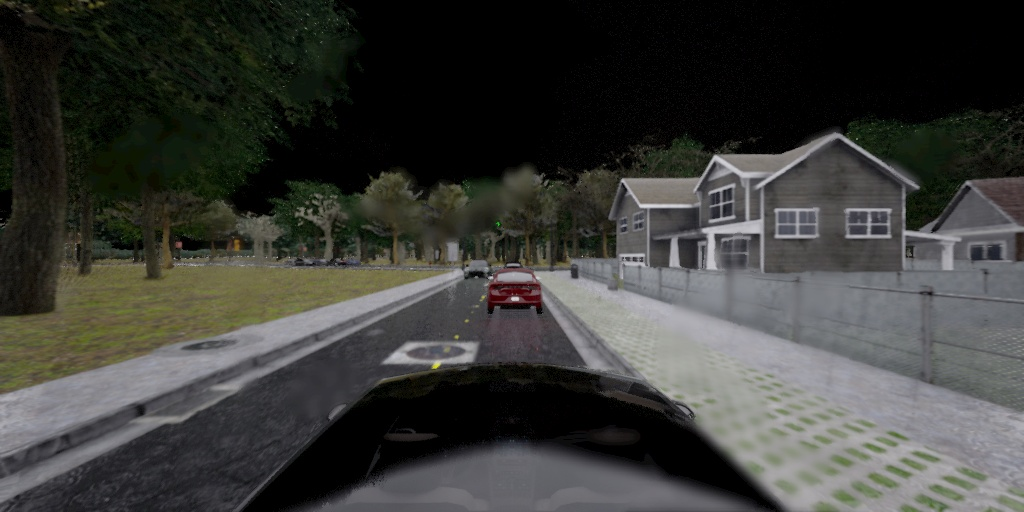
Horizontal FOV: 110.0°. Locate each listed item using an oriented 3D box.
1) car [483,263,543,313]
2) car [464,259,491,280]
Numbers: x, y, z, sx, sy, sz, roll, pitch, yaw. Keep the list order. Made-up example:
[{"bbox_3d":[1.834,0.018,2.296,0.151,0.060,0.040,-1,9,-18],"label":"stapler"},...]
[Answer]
[{"bbox_3d":[0.102,1.217,13.938,1.882,1.535,5.008,0,0,0],"label":"car"},{"bbox_3d":[-2.798,1.082,30.452,2.097,1.767,4.553,0,0,0],"label":"car"}]
